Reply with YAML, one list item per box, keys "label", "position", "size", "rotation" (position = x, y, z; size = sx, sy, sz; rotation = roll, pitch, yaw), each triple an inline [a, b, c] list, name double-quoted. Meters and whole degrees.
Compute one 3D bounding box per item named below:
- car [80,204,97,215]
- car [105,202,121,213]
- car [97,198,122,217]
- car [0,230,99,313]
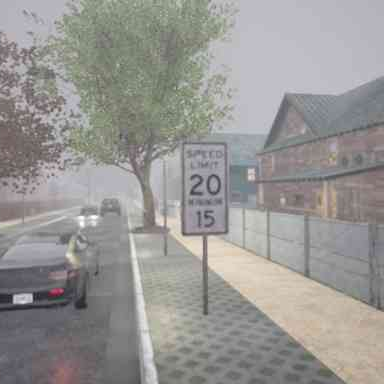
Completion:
- label: "car"
  position: [-12.813, 2.154, 41.693]
  size: [1.895, 1.301, 4.718]
  rotation: [-1, -1, -11]
- label: "car"
  position: [-11.261, 2.138, 47.966]
  size: [2.033, 1.411, 5.357]
  rotation: [-1, -1, -11]
- label: "car"
  position: [-9.208, 1.688, 37.920]
  size: [2.150, 2.045, 5.566]
  rotation: [-1, -1, -11]
- label: "car"
  position: [-3.236, 1.619, 7.738]
  size: [1.812, 1.442, 4.674]
  rotation: [-1, -1, -11]
